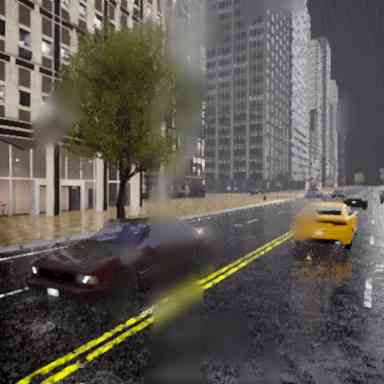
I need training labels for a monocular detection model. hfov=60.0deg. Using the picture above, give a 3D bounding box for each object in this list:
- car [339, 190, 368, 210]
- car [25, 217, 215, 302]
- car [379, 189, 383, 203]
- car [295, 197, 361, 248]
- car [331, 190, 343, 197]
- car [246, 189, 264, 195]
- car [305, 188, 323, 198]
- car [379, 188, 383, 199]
[{"bbox_3d":[15.188,0.831,30.940,1.994,1.385,4.181,0,1,29],"label":"car"},{"bbox_3d":[-1.233,1.366,8.331,2.033,1.411,5.357,0,1,29],"label":"car"},{"bbox_3d":[23.340,0.414,39.104,2.097,1.767,4.553,1,2,29],"label":"car"},{"bbox_3d":[5.460,1.164,13.289,1.882,1.535,5.008,0,1,29],"label":"car"},{"bbox_3d":[23.098,0.323,52.219,2.033,1.411,5.357,0,1,29],"label":"car"},{"bbox_3d":[14.606,0.103,76.502,4.403,1.369,2.008,0,1,28],"label":"car"},{"bbox_3d":[18.802,0.163,51.230,2.097,1.767,4.553,1,1,29],"label":"car"},{"bbox_3d":[29.975,0.250,51.217,1.882,1.535,5.008,0,1,29],"label":"car"}]
